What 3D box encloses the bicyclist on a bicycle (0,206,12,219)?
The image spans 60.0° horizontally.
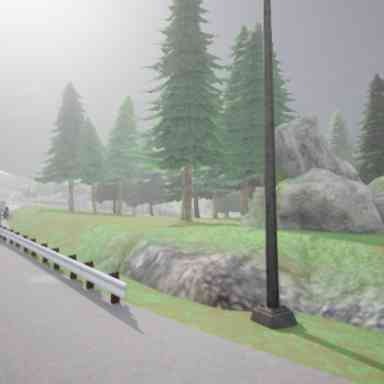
[{"bbox_3d":[-17.729,1.724,31.131,1.656,1.620,0.582,2,-1,-37],"label":"bicyclist on a bicycle"}]

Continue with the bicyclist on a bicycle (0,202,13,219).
[{"bbox_3d":[-18.227,1.730,31.990,1.656,1.620,0.582,1,-3,-9],"label":"bicyclist on a bicycle"}]
